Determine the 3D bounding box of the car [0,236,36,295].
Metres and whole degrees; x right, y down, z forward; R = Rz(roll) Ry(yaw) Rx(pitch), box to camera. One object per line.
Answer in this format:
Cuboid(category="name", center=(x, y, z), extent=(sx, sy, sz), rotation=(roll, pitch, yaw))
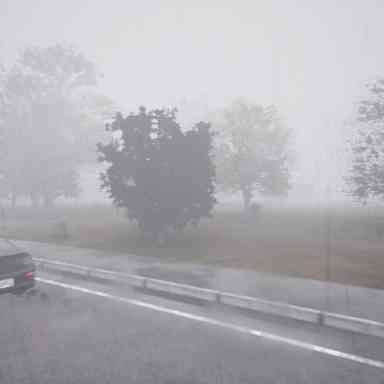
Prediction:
Cuboid(category="car", center=(-5.378, 1.520, 7.366), extent=(4.674, 1.442, 1.812), rotation=(0, 0, 32))
